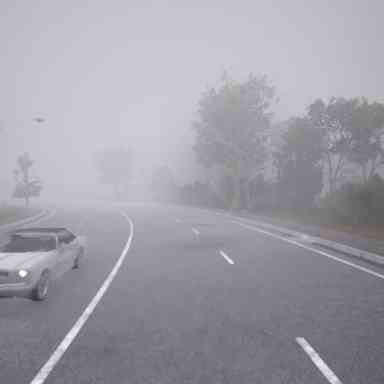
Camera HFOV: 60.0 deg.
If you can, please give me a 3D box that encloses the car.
[{"bbox_3d":[-4.052,1.607,8.282,1.895,1.301,4.718,0,0,-5],"label":"car"}]
